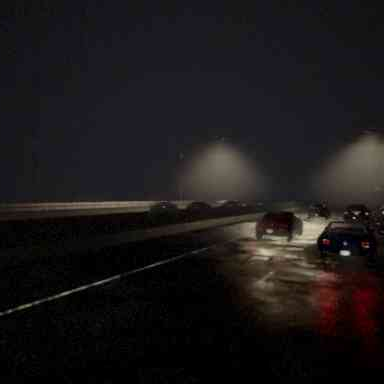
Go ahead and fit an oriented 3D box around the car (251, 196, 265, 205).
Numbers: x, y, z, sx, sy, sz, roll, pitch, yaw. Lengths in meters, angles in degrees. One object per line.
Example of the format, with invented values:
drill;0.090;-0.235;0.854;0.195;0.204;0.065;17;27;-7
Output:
car;15.295;2.055;76.601;2.150;2.045;5.566;1;-1;27

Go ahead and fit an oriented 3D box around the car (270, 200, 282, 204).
car;19.418;2.412;76.956;1.895;1.301;4.718;1;-1;27

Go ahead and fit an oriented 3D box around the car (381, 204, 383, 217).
car;22.403;2.193;36.962;1.837;1.490;4.892;1;0;28

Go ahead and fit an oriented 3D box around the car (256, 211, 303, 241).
car;4.828;1.760;18.155;1.812;1.442;4.674;1;0;27

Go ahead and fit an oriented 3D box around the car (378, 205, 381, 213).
car;28.594;2.437;49.024;2.033;1.411;5.357;1;-1;27

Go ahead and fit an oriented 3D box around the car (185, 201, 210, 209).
car;0.763;1.884;41.172;1.812;1.442;4.674;1;-1;27

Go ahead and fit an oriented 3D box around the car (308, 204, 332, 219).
car;13.060;2.010;34.043;1.837;1.490;4.892;1;-1;27

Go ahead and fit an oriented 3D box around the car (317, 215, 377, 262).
car;6.259;1.819;13.310;1.895;1.301;4.718;1;-1;27

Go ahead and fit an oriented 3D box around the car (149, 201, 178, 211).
car;-3.428;1.848;40.691;1.994;1.385;4.181;1;-1;27

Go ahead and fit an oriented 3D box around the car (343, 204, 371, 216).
car;14.479;1.841;29.170;2.097;1.767;4.553;1;-1;27

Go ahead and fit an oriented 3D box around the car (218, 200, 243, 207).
car;4.900;1.783;41.543;2.097;1.767;4.553;1;-1;27
